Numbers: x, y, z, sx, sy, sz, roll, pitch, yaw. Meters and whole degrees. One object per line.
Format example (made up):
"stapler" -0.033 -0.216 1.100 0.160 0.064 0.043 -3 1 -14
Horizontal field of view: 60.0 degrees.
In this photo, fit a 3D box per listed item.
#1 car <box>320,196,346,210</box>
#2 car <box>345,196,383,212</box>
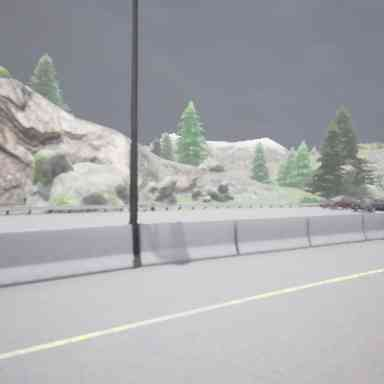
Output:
"car" 16.023 1.161 35.809 4.674 1.442 1.812 0 1 -22
"car" 17.747 1.261 32.730 4.181 1.385 1.994 0 1 -22
